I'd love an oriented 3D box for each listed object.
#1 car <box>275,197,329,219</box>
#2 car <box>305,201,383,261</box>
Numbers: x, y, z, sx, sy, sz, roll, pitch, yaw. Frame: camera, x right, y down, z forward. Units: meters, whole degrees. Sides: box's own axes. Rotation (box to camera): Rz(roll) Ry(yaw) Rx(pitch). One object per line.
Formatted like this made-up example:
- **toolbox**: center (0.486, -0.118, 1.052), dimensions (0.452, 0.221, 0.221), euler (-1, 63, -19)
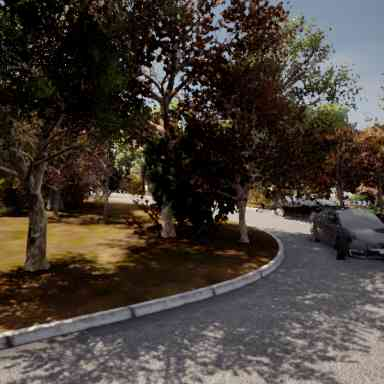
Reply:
- **car**: center (7.402, 1.070, 21.136), dimensions (1.882, 1.535, 5.008), euler (2, 1, -26)
- **car**: center (5.707, 1.378, 11.923), dimensions (1.837, 1.490, 4.892), euler (3, 3, 5)
